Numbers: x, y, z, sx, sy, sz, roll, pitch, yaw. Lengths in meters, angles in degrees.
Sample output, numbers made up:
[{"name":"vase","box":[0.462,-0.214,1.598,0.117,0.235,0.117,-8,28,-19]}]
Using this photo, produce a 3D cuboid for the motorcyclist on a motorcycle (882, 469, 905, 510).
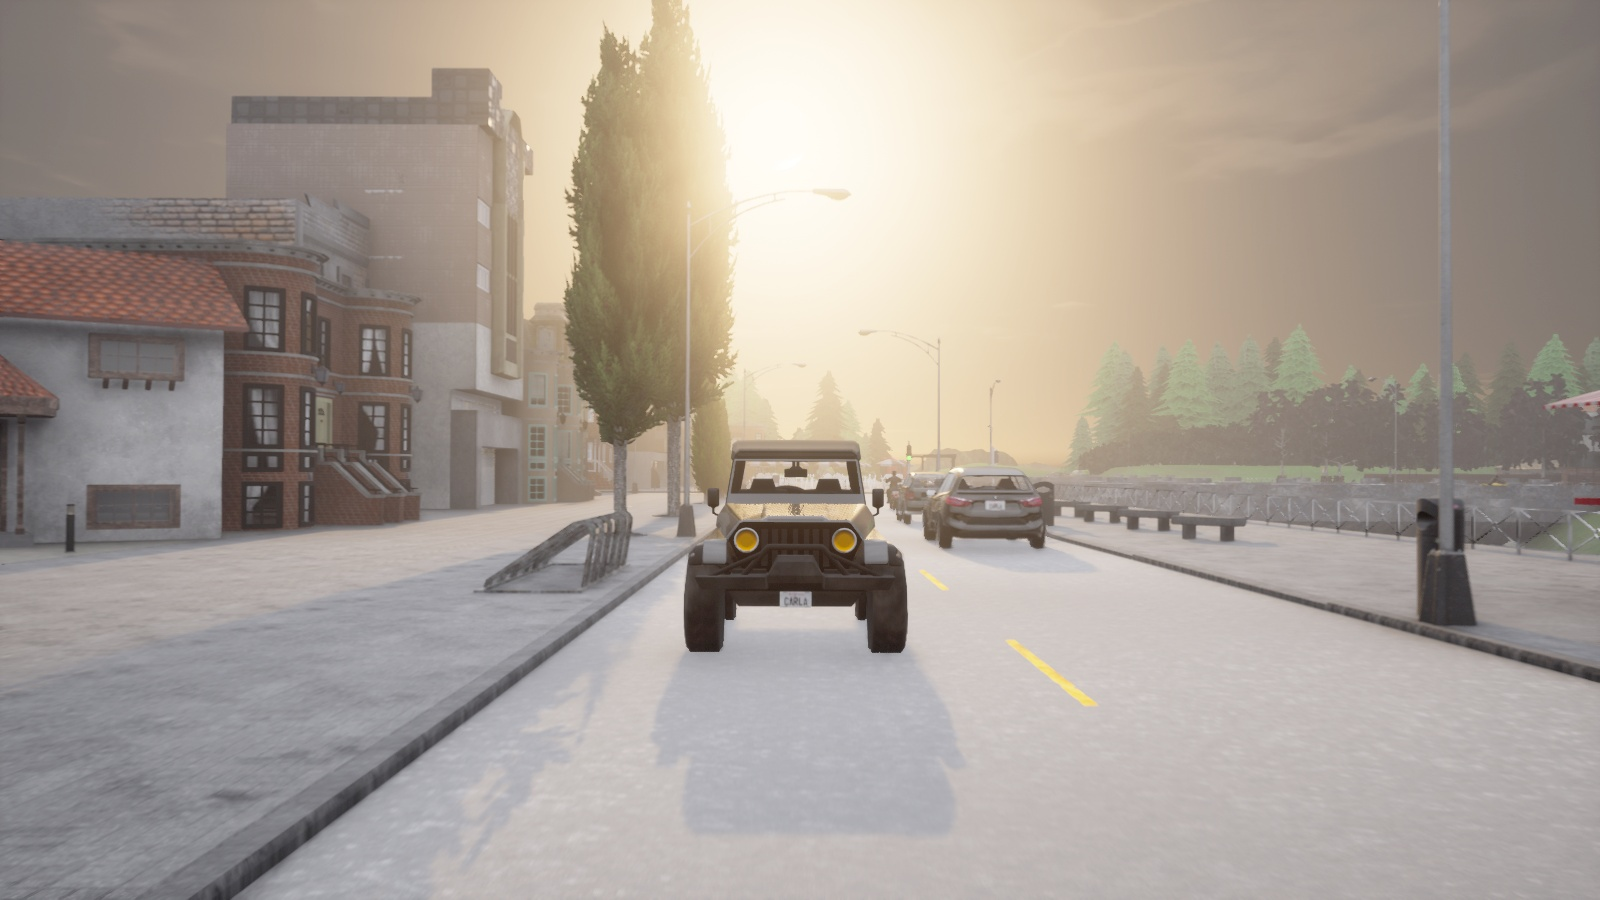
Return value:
[{"name":"motorcyclist on a motorcycle","box":[3.865,1.617,51.824,0.766,1.649,2.350,0,-1,0]}]

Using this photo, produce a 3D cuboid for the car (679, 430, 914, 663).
[{"name":"car","box":[-0.033,0.814,12.136,1.905,1.878,3.866,0,-1,0]}]

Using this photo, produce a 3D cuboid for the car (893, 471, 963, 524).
[{"name":"car","box":[3.898,1.427,38.782,1.789,1.549,3.705,0,-1,0]}]

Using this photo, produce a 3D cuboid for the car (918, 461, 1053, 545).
[{"name":"car","box":[3.927,1.103,27.457,2.242,1.667,4.611,0,-1,0]}]
